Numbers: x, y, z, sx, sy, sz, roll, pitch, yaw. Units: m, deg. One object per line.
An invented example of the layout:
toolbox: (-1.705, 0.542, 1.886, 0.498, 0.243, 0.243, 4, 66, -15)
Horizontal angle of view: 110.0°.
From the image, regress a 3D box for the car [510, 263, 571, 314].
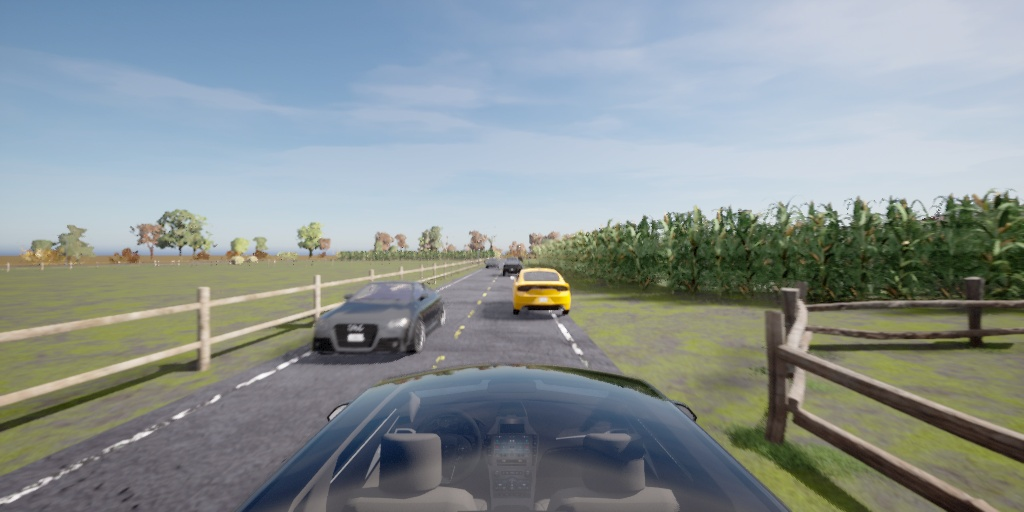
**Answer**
car: (0.967, 1.188, 13.498, 1.882, 1.535, 5.008, 0, 0, 0)

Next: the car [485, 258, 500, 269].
car: (-2.798, 1.089, 51.923, 1.837, 1.490, 4.892, 0, 0, 0)

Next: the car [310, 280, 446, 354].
car: (-2.848, 1.291, 8.527, 1.994, 1.385, 4.181, 0, 0, 0)

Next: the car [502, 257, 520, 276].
car: (0.052, 1.113, 35.849, 1.882, 1.535, 5.008, 0, 0, 1)
